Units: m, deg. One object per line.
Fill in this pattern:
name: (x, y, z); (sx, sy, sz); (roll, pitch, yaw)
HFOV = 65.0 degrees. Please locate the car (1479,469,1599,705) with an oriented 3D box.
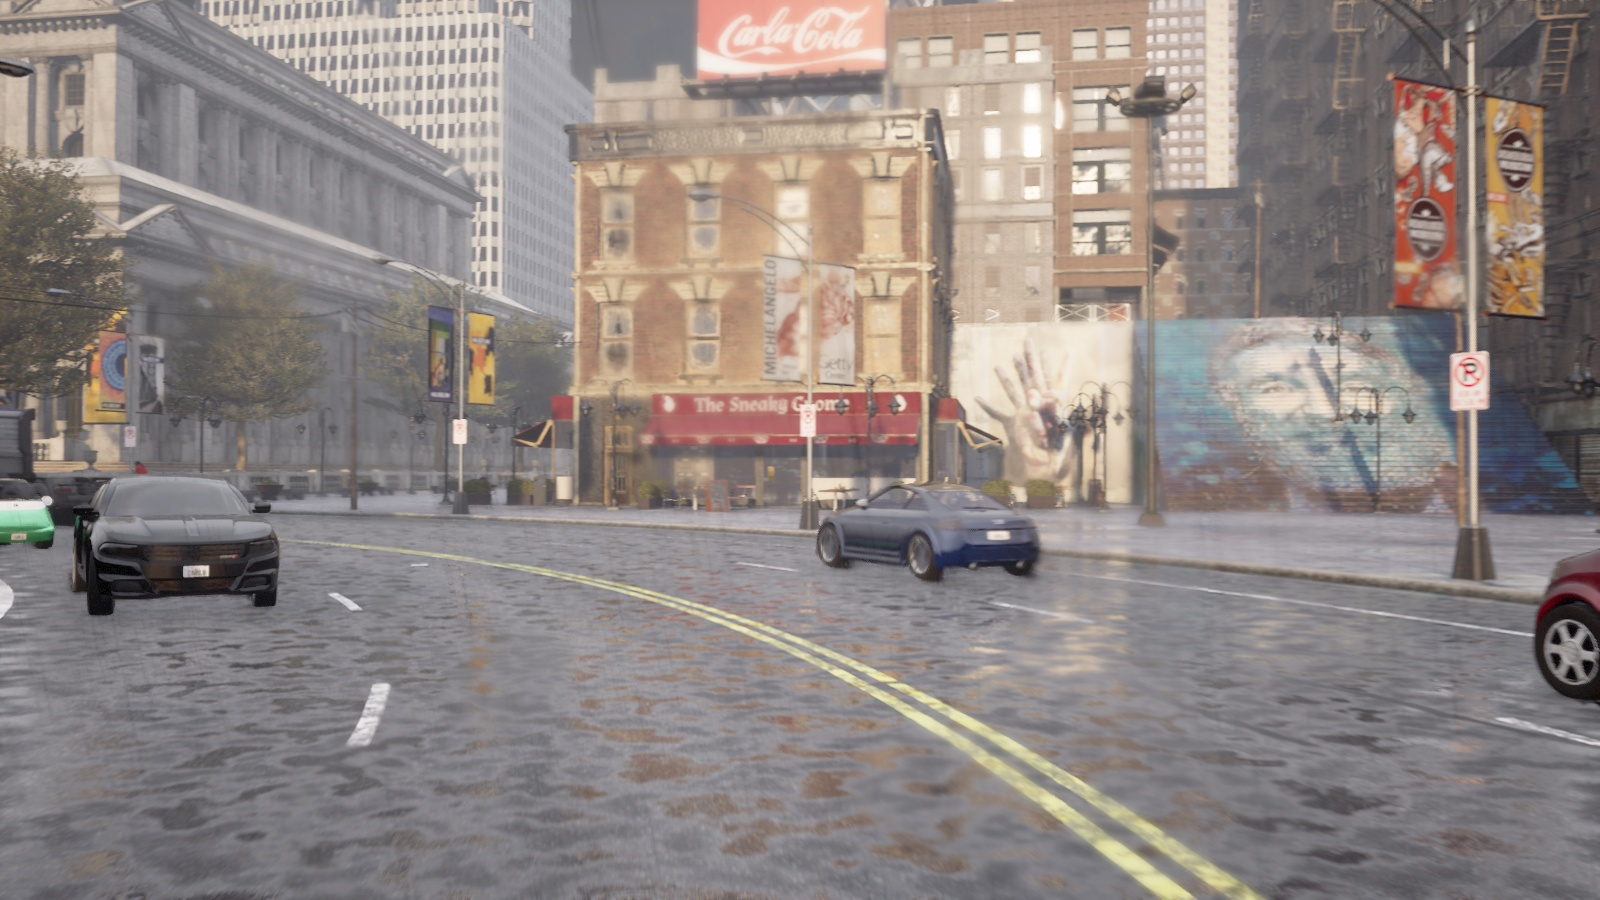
car: (6.257, 0.890, 7.681); (1.789, 1.549, 3.705); (0, -1, -10)

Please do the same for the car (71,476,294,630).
car: (-7.624, 1.086, 15.210); (1.882, 1.535, 5.008); (0, -1, -32)

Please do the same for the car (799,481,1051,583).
car: (1.835, 1.201, 19.820); (1.994, 1.385, 4.181); (0, -1, -27)

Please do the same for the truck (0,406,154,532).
truck: (-23.337, 0.582, 37.653); (7.936, 3.462, 2.891); (-1, -1, 26)

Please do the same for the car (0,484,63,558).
car: (-15.644, 1.360, 24.529); (2.207, 1.376, 1.481); (-2, -2, 40)
